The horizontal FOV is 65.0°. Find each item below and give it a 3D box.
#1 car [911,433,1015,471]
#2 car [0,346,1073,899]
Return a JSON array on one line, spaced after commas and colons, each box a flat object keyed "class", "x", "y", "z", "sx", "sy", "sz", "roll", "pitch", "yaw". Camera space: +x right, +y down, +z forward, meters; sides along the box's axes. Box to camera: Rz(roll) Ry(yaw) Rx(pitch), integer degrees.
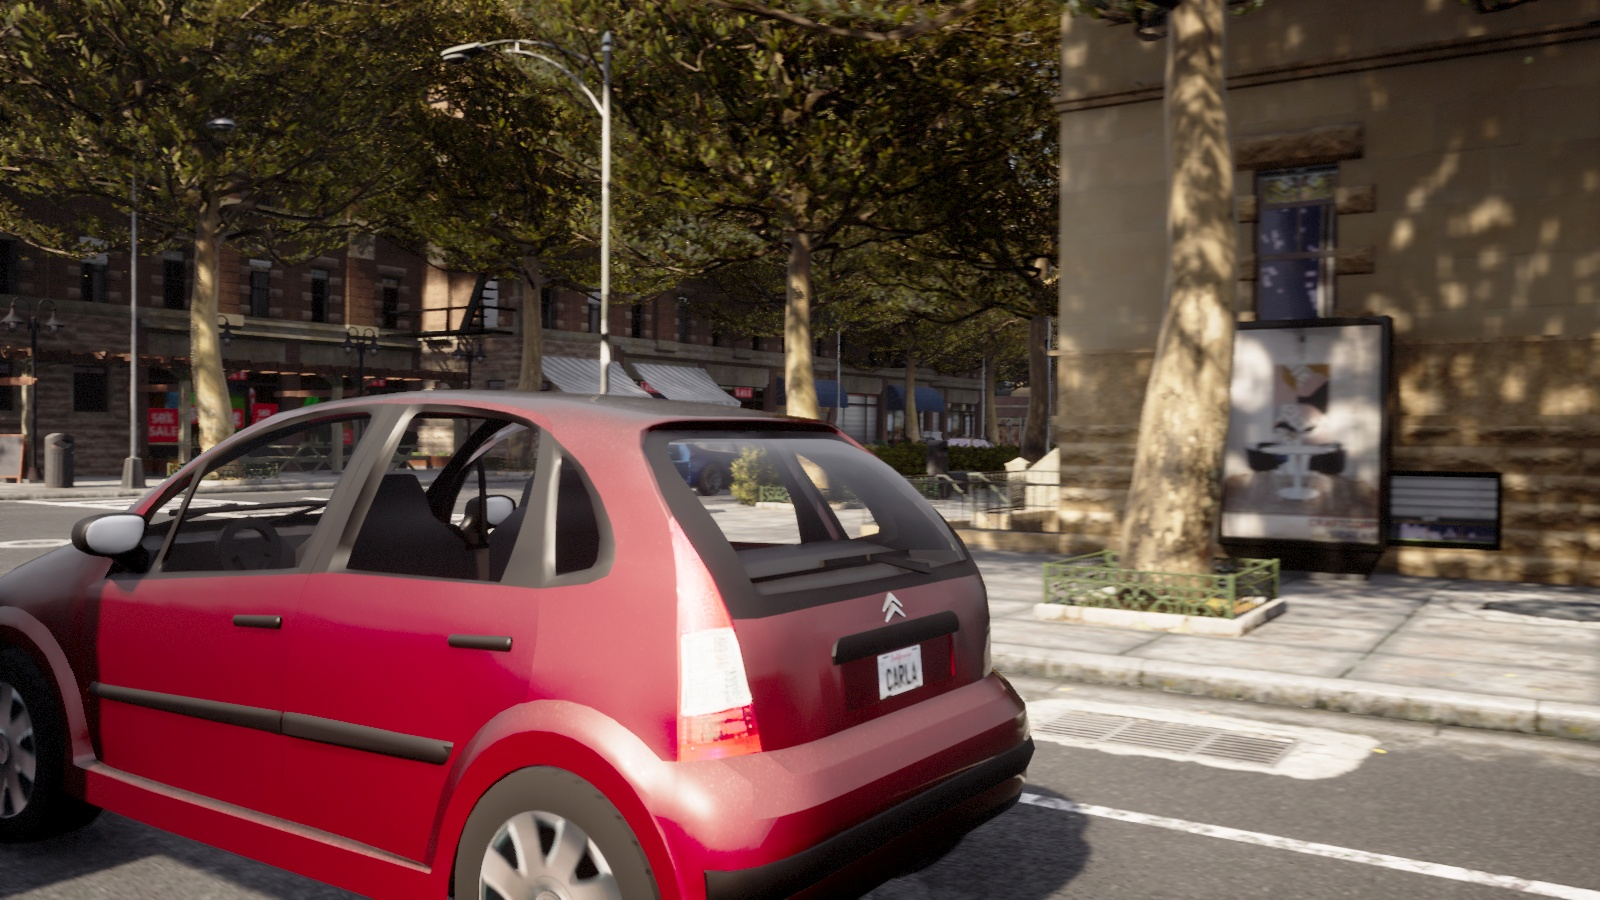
[{"class": "car", "x": 6.669, "y": 0.061, "z": 50.739, "sx": 2.033, "sy": 1.411, "sz": 5.357, "roll": 0, "pitch": 1, "yaw": 33}, {"class": "car", "x": -1.287, "y": 0.586, "z": 4.428, "sx": 3.988, "sy": 1.617, "sz": 1.851, "roll": 0, "pitch": 1, "yaw": 34}]
